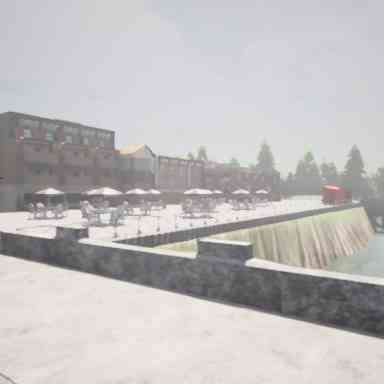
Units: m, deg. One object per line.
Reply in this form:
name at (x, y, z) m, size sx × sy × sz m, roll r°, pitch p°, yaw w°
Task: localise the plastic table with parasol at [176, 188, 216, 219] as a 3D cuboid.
plastic table with parasol at (0.354, 0.942, 28.541) m, size 2.482 × 2.480 × 2.482 m, roll 0°, pitch 0°, yaw 35°
